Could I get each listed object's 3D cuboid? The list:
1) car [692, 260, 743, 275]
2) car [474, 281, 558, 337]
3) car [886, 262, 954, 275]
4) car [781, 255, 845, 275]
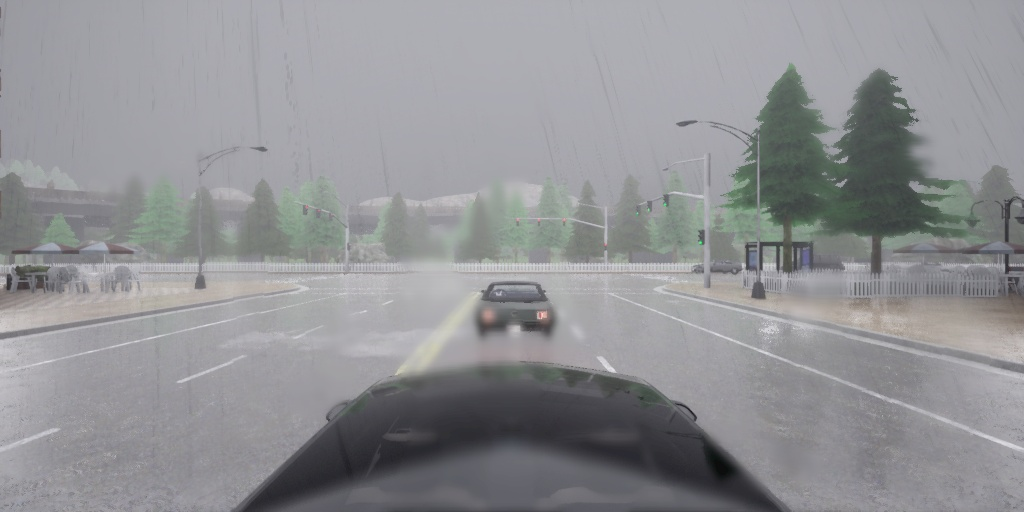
[{"bbox_3d":[21.489,1.186,37.649,4.902,1.511,2.128,0,0,0],"label":"car"},{"bbox_3d":[0.074,1.351,10.216,1.895,1.301,4.718,0,0,0],"label":"car"},{"bbox_3d":[41.808,1.295,36.746,4.718,1.301,1.895,0,0,10],"label":"car"},{"bbox_3d":[31.523,0.916,37.585,5.566,2.045,2.150,0,0,1],"label":"car"}]
